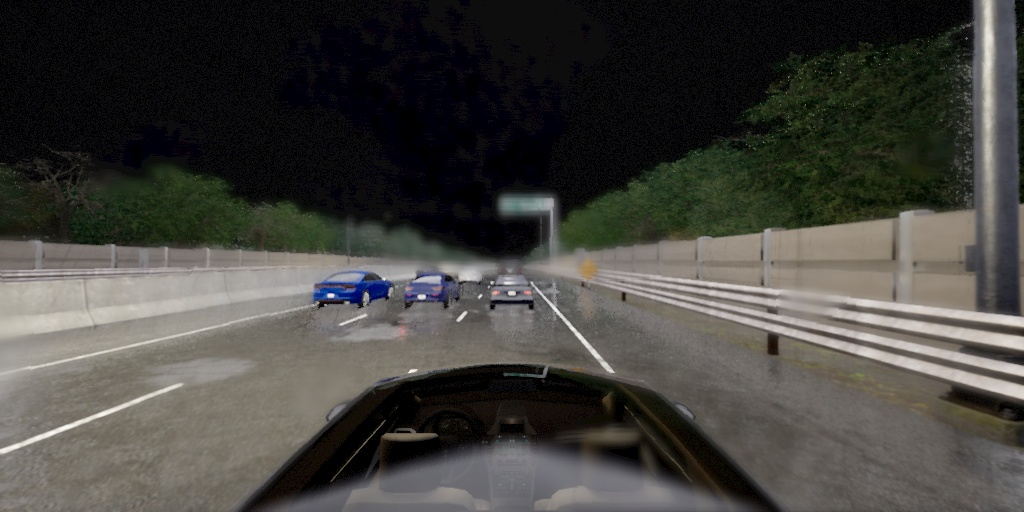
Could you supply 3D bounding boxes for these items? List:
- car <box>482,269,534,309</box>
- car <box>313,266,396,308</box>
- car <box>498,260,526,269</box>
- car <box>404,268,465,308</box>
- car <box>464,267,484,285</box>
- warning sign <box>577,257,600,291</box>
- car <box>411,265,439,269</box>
[{"bbox_3d":[-0.004,1.470,15.860,2.033,1.411,5.357,0,-1,0],"label":"car"},{"bbox_3d":[-7.000,1.407,16.342,1.882,1.535,5.008,0,-1,0],"label":"car"},{"bbox_3d":[-0.011,1.400,30.878,2.150,2.045,5.566,0,-1,0],"label":"car"},{"bbox_3d":[-3.501,1.454,16.238,1.812,1.442,4.674,0,-1,0],"label":"car"},{"bbox_3d":[-3.506,1.717,31.233,1.812,1.442,4.674,0,-1,0],"label":"car"},{"bbox_3d":[4.542,1.119,21.142,1.300,1.860,1.060,0,0,0],"label":"warning sign"},{"bbox_3d":[-7.007,1.698,31.175,1.837,1.490,4.892,0,-1,0],"label":"car"}]
